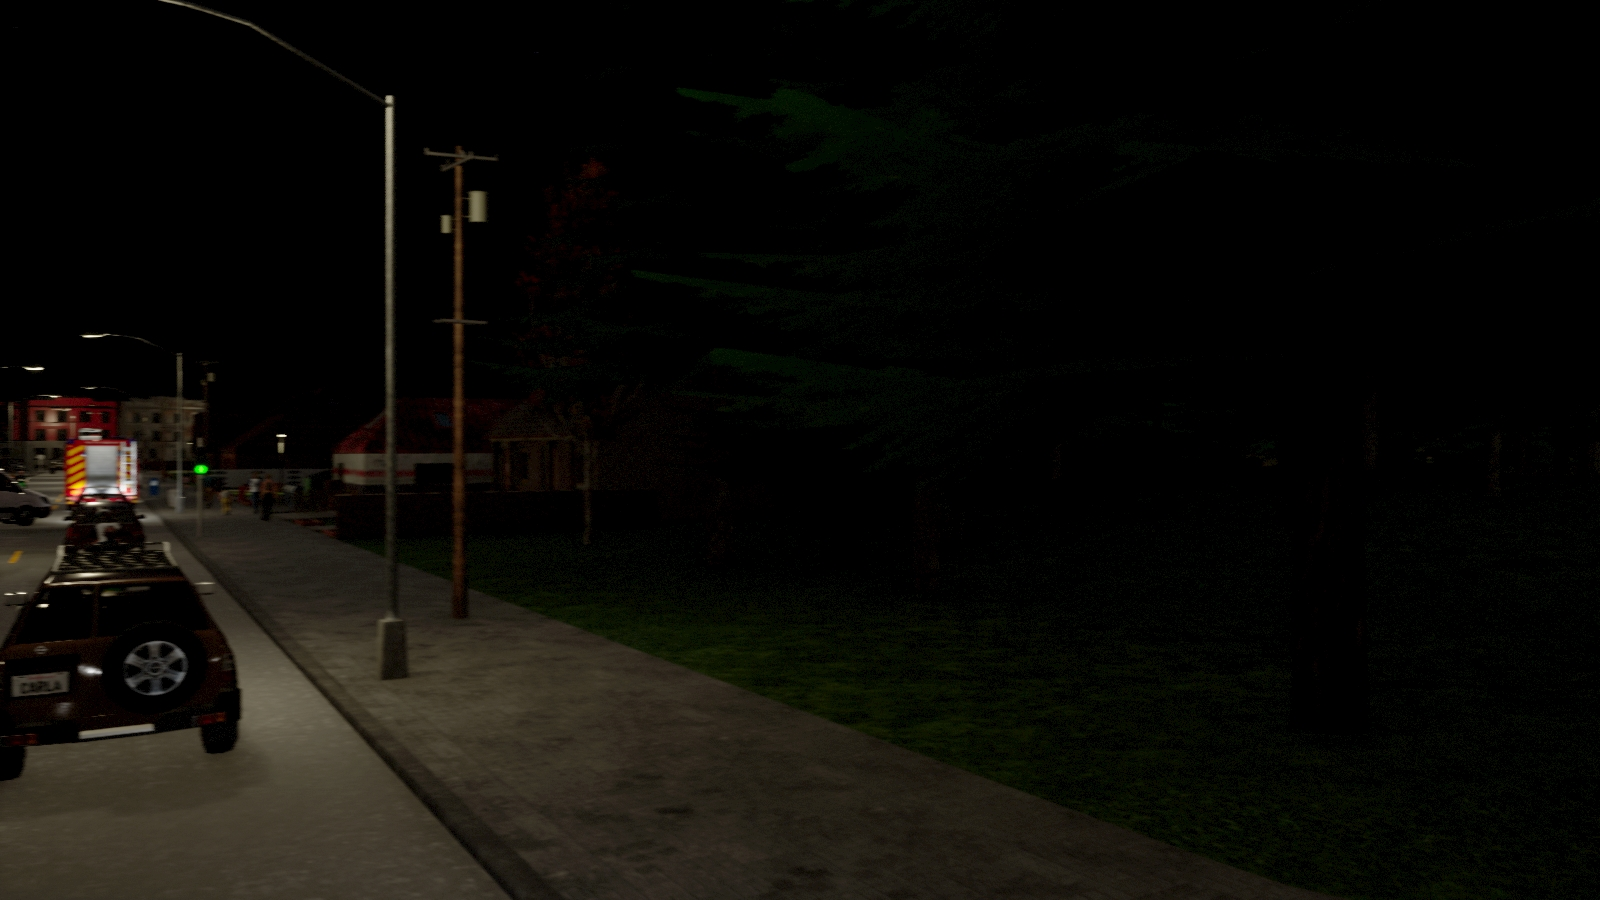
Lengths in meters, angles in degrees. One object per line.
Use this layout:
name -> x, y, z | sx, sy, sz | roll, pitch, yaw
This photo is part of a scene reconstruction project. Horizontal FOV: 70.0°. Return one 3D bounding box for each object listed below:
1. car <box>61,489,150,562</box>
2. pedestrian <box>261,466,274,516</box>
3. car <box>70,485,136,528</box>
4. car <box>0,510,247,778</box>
car -> -17.340, 1.827, 28.528 | 1.789, 1.549, 3.705 | 0, 0, -32
pedestrian -> -20.222, 1.551, 43.383 | 0.375, 1.860, 0.375 | 0, 0, -33
car -> -24.820, 1.965, 40.692 | 1.895, 1.301, 4.718 | 0, 0, -32
car -> -6.810, 1.652, 11.357 | 1.932, 1.855, 4.605 | 0, 0, -31
